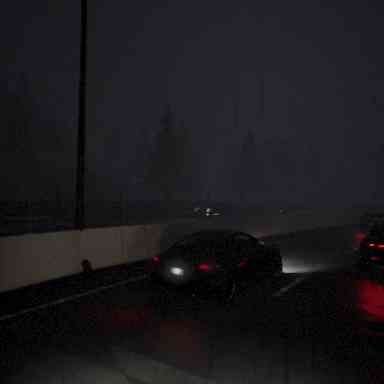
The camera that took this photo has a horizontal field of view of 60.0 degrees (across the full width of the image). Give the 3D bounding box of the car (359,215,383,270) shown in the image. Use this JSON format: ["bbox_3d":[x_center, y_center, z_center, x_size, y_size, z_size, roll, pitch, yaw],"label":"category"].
[{"bbox_3d":[6.924,1.738,11.063,1.837,1.490,4.892,0,-1,37],"label":"car"}]

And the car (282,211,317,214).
[{"bbox_3d":[11.495,2.152,36.083,4.718,1.301,1.895,2,-1,-40],"label":"car"}]

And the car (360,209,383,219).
[{"bbox_3d":[13.516,1.963,23.551,4.902,1.511,2.128,2,-1,-44],"label":"car"}]

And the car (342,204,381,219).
[{"bbox_3d":[19.193,2.186,37.620,5.008,1.535,1.882,1,-1,-36],"label":"car"}]

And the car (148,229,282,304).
[{"bbox_3d":[0.813,1.660,8.603,1.994,1.385,4.181,1,-1,34],"label":"car"}]
